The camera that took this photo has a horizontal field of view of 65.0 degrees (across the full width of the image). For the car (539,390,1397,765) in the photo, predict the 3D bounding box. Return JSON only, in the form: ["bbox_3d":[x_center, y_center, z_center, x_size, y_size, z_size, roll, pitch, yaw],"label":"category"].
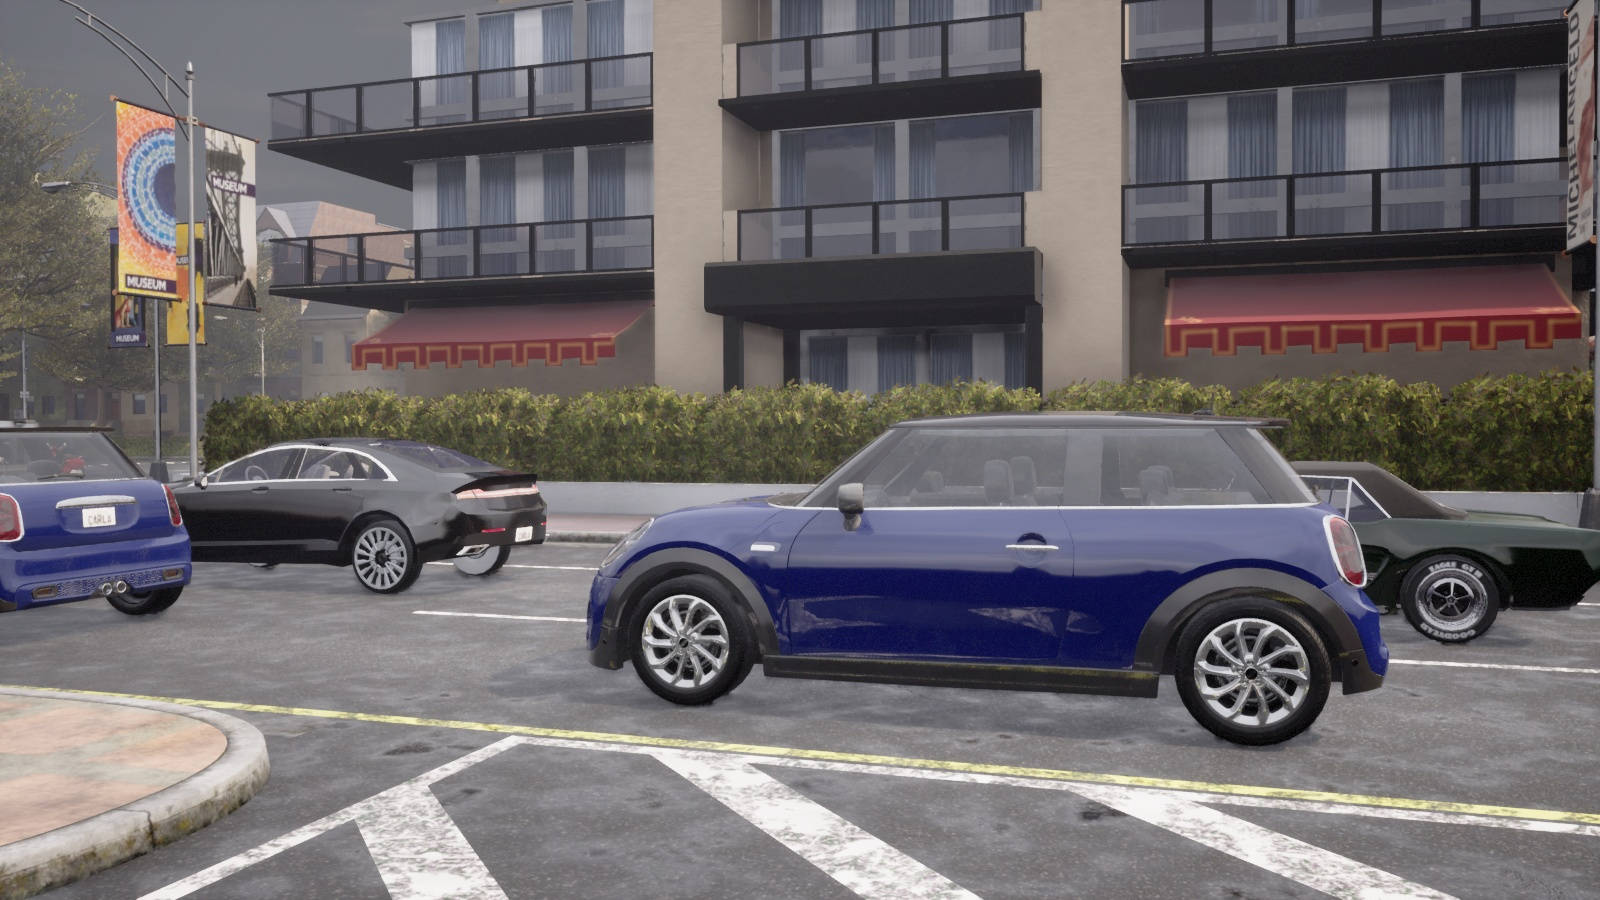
[{"bbox_3d":[0.966,0.567,7.615,4.553,1.767,2.097,1,1,18],"label":"car"}]

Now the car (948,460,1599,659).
[{"bbox_3d":[3.746,0.775,10.374,4.718,1.301,1.895,1,1,19],"label":"car"}]

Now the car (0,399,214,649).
[{"bbox_3d":[-7.503,0.489,10.465,4.553,1.767,2.097,1,1,19],"label":"car"}]

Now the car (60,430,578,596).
[{"bbox_3d":[-5.065,0.550,13.338,4.902,1.511,2.128,1,1,19],"label":"car"}]
